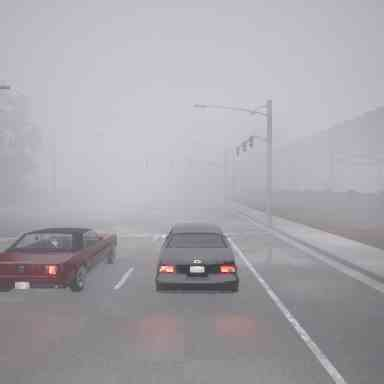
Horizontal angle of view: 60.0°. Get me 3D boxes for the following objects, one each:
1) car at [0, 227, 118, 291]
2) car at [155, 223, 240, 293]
[{"bbox_3d":[-3.386,1.597,8.927,1.895,1.301,4.718,0,0,1],"label":"car"},{"bbox_3d":[0.104,1.547,8.977,2.033,1.411,5.357,0,0,0],"label":"car"}]
